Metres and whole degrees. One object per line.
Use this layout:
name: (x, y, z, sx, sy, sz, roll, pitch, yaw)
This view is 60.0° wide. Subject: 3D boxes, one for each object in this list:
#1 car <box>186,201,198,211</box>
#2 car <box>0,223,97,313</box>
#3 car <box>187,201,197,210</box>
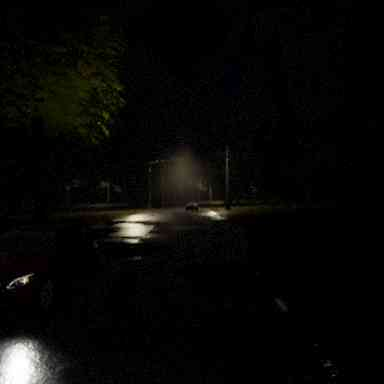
car: (-0.016, 2.317, 52.893, 1.994, 1.385, 4.181, 0, -2, 0)
car: (-3.560, 1.484, 7.679, 1.812, 1.442, 4.674, 0, 0, 1)
car: (-0.019, 2.490, 62.926, 1.882, 1.535, 5.008, 0, -2, 0)
